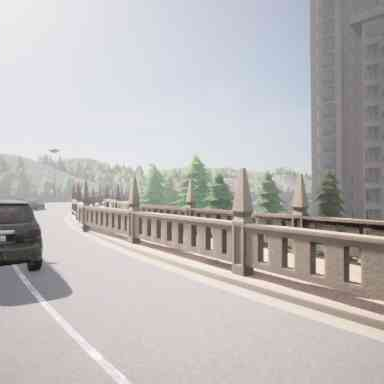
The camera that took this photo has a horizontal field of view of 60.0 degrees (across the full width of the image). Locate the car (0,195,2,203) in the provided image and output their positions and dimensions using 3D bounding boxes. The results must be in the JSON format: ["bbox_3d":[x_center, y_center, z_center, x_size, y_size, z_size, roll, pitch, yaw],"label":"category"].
[{"bbox_3d":[-38.571,1.384,63.277,1.882,1.535,5.008,0,0,3],"label":"car"}]

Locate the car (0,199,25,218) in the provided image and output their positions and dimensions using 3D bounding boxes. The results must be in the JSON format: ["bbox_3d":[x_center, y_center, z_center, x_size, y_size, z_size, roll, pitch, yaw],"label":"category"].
[{"bbox_3d":[-17.319,1.464,31.505,1.882,1.535,5.008,0,0,-17],"label":"car"}]

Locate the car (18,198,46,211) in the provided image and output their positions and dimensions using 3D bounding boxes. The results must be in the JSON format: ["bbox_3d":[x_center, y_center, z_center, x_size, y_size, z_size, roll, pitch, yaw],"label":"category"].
[{"bbox_3d":[-19.725,1.538,41.213,1.994,1.385,4.181,0,0,-10],"label":"car"}]

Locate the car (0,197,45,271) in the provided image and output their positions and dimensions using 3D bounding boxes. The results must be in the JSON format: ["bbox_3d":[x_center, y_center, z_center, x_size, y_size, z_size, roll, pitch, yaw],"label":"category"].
[{"bbox_3d":[-6.109,1.223,10.238,2.150,2.045,5.566,0,0,-34],"label":"car"}]
